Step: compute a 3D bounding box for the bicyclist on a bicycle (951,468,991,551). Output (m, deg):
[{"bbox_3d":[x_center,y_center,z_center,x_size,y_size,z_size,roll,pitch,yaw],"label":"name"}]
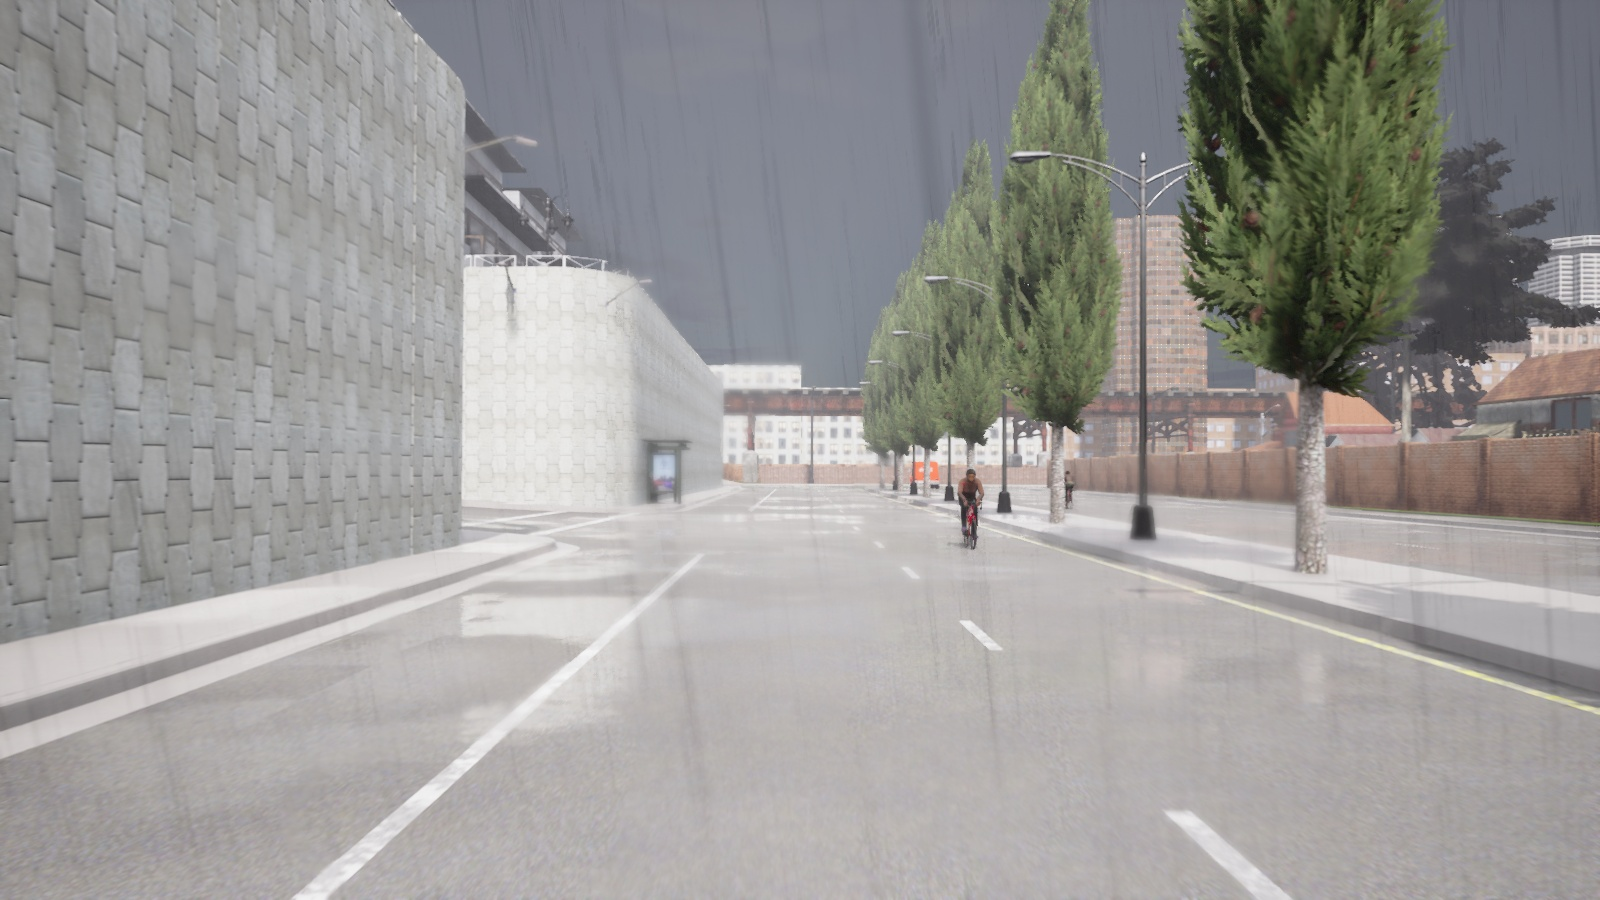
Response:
[{"bbox_3d":[3.438,1.178,25.350,0.582,1.620,1.656,0,-1,0],"label":"bicyclist on a bicycle"}]
